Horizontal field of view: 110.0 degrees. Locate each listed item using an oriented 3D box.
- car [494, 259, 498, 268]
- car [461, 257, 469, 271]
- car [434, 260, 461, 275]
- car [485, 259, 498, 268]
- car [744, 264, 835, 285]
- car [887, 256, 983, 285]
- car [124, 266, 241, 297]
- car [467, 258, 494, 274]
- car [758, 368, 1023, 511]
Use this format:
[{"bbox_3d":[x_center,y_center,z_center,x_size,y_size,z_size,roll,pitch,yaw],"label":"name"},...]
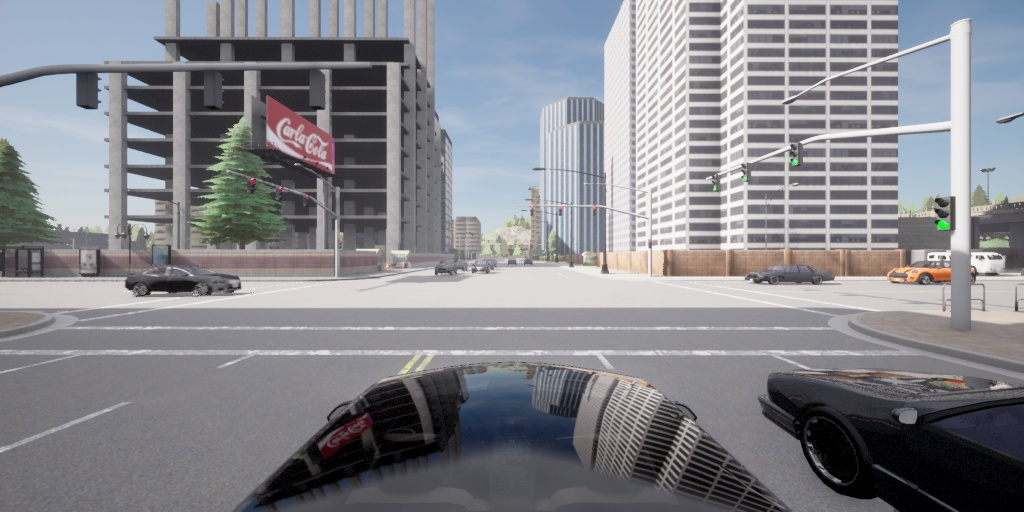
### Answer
[{"bbox_3d":[-3.573,1.241,51.816,2.128,1.511,4.902,0,0,0],"label":"car"},{"bbox_3d":[-7.075,1.255,48.163,1.837,1.490,4.892,0,0,0],"label":"car"},{"bbox_3d":[-7.081,1.255,38.750,1.837,1.490,4.892,0,0,0],"label":"car"},{"bbox_3d":[-3.540,1.255,62.201,1.837,1.490,4.892,0,0,0],"label":"car"},{"bbox_3d":[19.648,1.297,25.457,5.357,1.411,2.033,0,0,0],"label":"car"},{"bbox_3d":[29.657,1.102,25.477,4.553,1.767,2.097,0,0,1],"label":"car"},{"bbox_3d":[-16.535,1.241,18.188,4.902,1.511,2.128,0,0,-2],"label":"car"},{"bbox_3d":[-3.580,1.241,41.749,2.128,1.511,4.902,0,0,0],"label":"car"},{"bbox_3d":[3.597,1.297,1.411,2.033,1.411,5.357,0,0,0],"label":"car"}]
